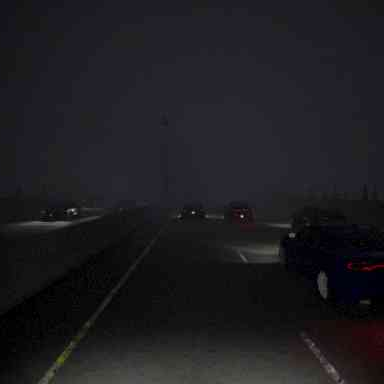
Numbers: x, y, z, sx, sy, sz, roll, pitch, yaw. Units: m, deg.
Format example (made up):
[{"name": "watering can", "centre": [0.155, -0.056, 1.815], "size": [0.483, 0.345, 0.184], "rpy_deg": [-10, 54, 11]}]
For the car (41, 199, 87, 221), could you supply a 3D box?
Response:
[{"name": "car", "centre": [-10.609, 1.488, 27.401], "size": [1.837, 1.490, 4.892], "rpy_deg": [0, 0, 0]}]

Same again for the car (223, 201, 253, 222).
[{"name": "car", "centre": [3.588, 1.489, 26.362], "size": [1.837, 1.490, 4.892], "rpy_deg": [0, 0, 0]}]

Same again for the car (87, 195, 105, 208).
[{"name": "car", "centre": [-14.089, 1.322, 48.122], "size": [2.097, 1.767, 4.553], "rpy_deg": [0, 0, 0]}]

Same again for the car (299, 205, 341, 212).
[{"name": "car", "centre": [7.091, 1.494, 18.919], "size": [1.837, 1.490, 4.892], "rpy_deg": [0, 0, 0]}]

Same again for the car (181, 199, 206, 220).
[{"name": "car", "centre": [0.090, 1.547, 27.539], "size": [1.994, 1.385, 4.181], "rpy_deg": [0, 0, 0]}]

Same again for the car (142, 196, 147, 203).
[{"name": "car", "centre": [-10.526, 1.481, 68.570], "size": [1.994, 1.385, 4.181], "rpy_deg": [0, 0, 0]}]

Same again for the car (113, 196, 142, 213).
[{"name": "car", "centre": [-7.107, 1.470, 35.569], "size": [2.128, 1.511, 4.902], "rpy_deg": [0, 0, 0]}]

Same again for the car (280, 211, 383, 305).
[{"name": "car", "centre": [3.597, 1.473, 8.160], "size": [1.882, 1.535, 5.008], "rpy_deg": [0, 0, 0]}]
